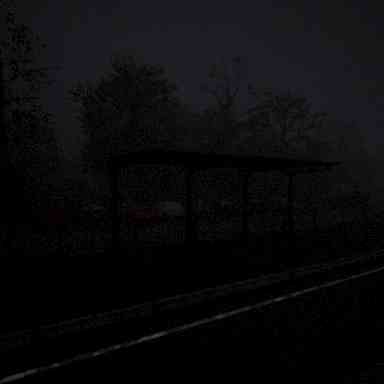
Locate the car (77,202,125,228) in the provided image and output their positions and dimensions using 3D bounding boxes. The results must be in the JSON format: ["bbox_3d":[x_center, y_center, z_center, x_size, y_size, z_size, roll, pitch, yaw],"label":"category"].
[{"bbox_3d":[-6.521,1.468,22.051,2.002,1.452,4.674,-1,0,-36],"label":"car"}]

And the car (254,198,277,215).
[{"bbox_3d":[4.766,1.326,30.126,2.231,1.521,4.892,-1,0,-36],"label":"car"}]

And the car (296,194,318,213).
[{"bbox_3d":[9.383,1.282,33.209,1.946,1.575,5.366,0,0,-36],"label":"car"}]

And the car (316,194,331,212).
[{"bbox_3d":[11.516,1.295,35.001,2.163,1.488,4.792,0,0,-36],"label":"car"}]

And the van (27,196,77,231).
[{"bbox_3d":[-8.849,1.224,20.532,1.878,1.987,4.442,-1,0,-36],"label":"van"}]

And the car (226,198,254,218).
[{"bbox_3d":[2.502,1.345,28.521,2.097,1.535,5.008,-1,0,-36],"label":"car"}]

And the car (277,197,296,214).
[{"bbox_3d":[7.002,1.334,31.769,2.163,1.488,4.792,-1,0,-36],"label":"car"}]

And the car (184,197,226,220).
[{"bbox_3d":[0.230,1.240,26.925,2.185,1.767,4.553,-1,0,-36],"label":"car"}]

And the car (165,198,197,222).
[{"bbox_3d":[-2.007,1.426,25.283,2.002,1.452,4.674,-1,0,-36],"label":"car"}]

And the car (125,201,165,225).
[{"bbox_3d":[-4.262,1.407,23.666,2.097,1.535,5.008,-1,0,-36],"label":"car"}]

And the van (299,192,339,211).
[{"bbox_3d":[13.855,1.021,36.495,1.878,1.987,4.442,0,0,-36],"label":"van"}]
